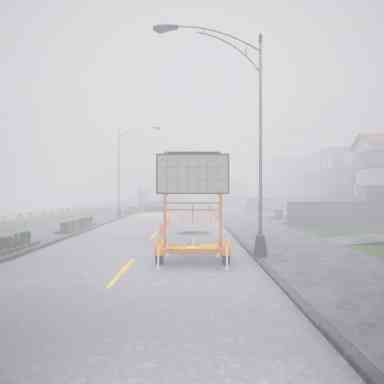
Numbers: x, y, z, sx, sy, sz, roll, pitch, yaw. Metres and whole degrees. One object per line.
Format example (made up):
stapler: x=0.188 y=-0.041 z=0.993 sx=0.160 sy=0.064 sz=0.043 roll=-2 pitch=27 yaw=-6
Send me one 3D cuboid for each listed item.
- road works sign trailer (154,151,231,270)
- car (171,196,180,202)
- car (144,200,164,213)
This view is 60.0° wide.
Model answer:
road works sign trailer: x=0.022 y=0.464 z=11.029 sx=2.380 sy=3.560 sz=2.880 roll=0 pitch=0 yaw=0
car: x=-3.834 y=1.548 z=78.830 sx=2.033 sy=1.411 sz=5.357 roll=0 pitch=0 yaw=0
car: x=-4.024 y=1.564 z=36.208 sx=1.994 sy=1.385 sz=4.181 roll=0 pitch=0 yaw=0
